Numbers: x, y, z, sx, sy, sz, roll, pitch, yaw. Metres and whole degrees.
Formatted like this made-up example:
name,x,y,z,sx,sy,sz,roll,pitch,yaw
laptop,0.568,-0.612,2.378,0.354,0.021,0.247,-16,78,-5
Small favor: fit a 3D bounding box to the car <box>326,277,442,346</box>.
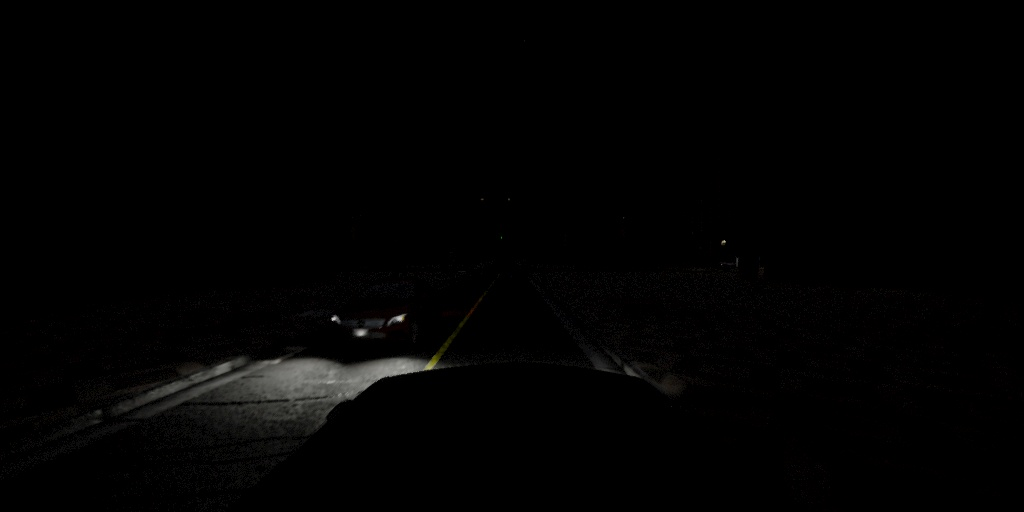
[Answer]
name,x,y,z,sx,sy,sz,roll,pitch,yaw
car,-3.099,1.317,9.677,1.812,1.442,4.674,0,0,0
